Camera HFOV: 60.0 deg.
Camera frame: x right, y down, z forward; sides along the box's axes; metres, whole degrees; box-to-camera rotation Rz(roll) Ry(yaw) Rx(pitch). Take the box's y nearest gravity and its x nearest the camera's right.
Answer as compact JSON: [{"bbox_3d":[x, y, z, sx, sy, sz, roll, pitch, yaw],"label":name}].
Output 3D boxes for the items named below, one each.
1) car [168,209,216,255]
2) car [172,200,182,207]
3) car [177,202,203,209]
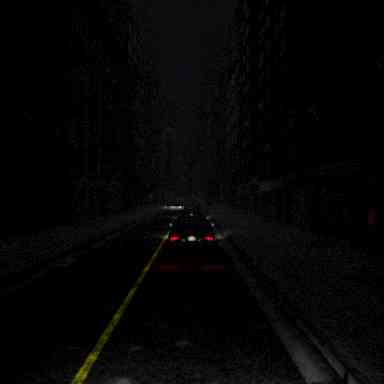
[{"bbox_3d":[-0.012,1.682,13.975,2.033,1.411,5.357,0,-1,0],"label":"car"},{"bbox_3d":[-2.816,2.156,64.436,1.994,1.385,4.181,0,-1,0],"label":"car"},{"bbox_3d":[-0.024,1.841,29.262,1.994,1.385,4.181,0,0,0],"label":"car"}]
